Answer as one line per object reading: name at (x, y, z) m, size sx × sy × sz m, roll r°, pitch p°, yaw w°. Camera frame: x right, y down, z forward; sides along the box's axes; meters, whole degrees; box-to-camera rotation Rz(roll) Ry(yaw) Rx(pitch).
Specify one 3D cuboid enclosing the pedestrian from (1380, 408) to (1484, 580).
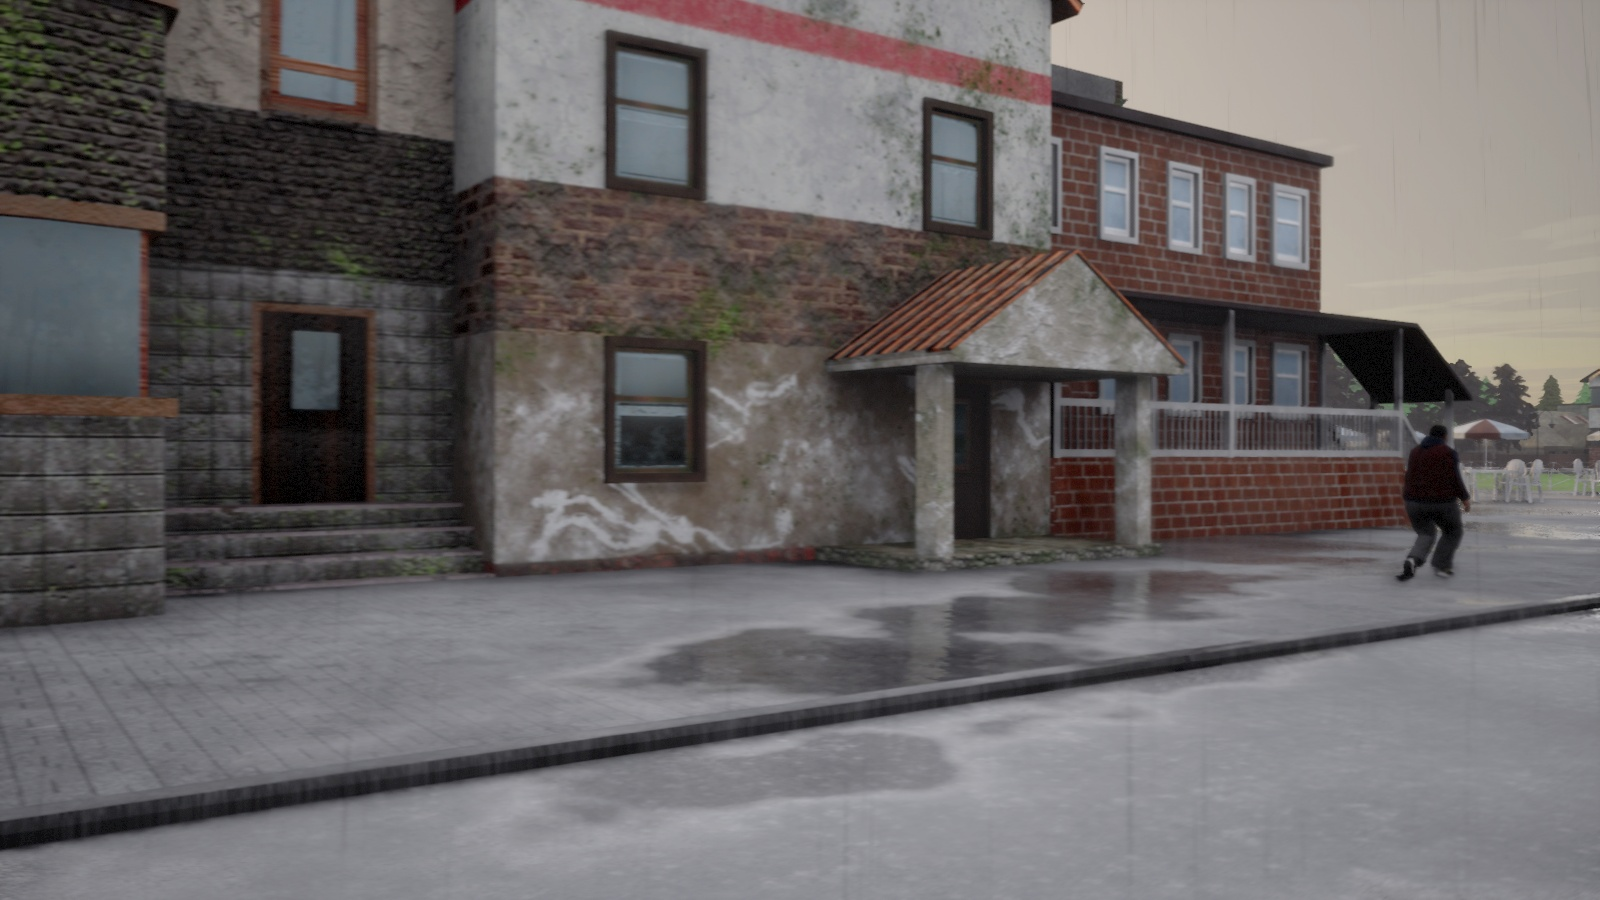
pedestrian at (7.031, 0.474, 13.970) m, size 0.899 × 1.844 × 0.634 m, roll 0°, pitch 0°, yaw -30°
